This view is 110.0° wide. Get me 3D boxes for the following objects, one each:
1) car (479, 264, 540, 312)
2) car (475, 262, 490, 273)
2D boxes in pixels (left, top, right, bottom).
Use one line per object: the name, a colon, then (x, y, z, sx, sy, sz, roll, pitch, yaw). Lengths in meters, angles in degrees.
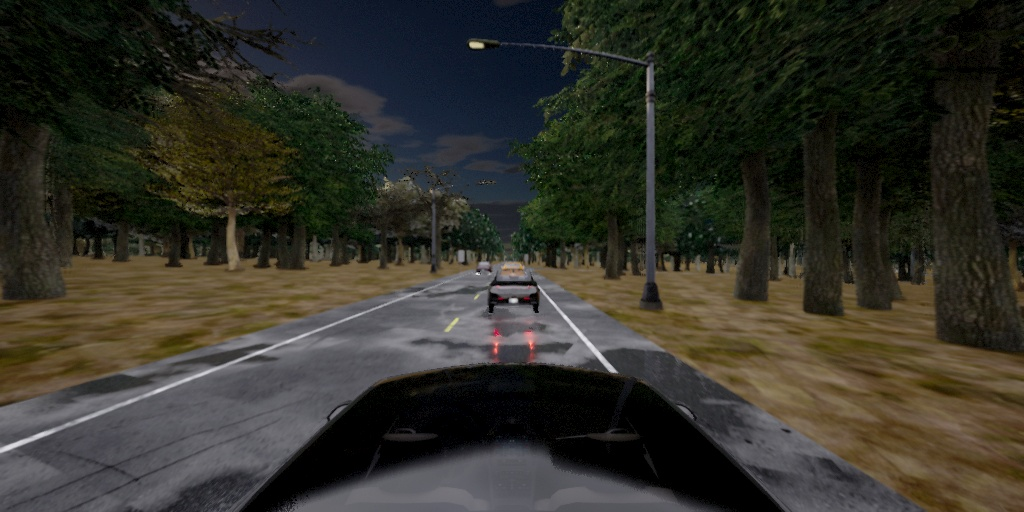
car: (0.071, 1.261, 14.250, 2.128, 1.511, 4.902, 0, 0, 0)
car: (-3.570, 1.448, 46.480, 1.812, 1.442, 4.674, 0, -1, 0)
